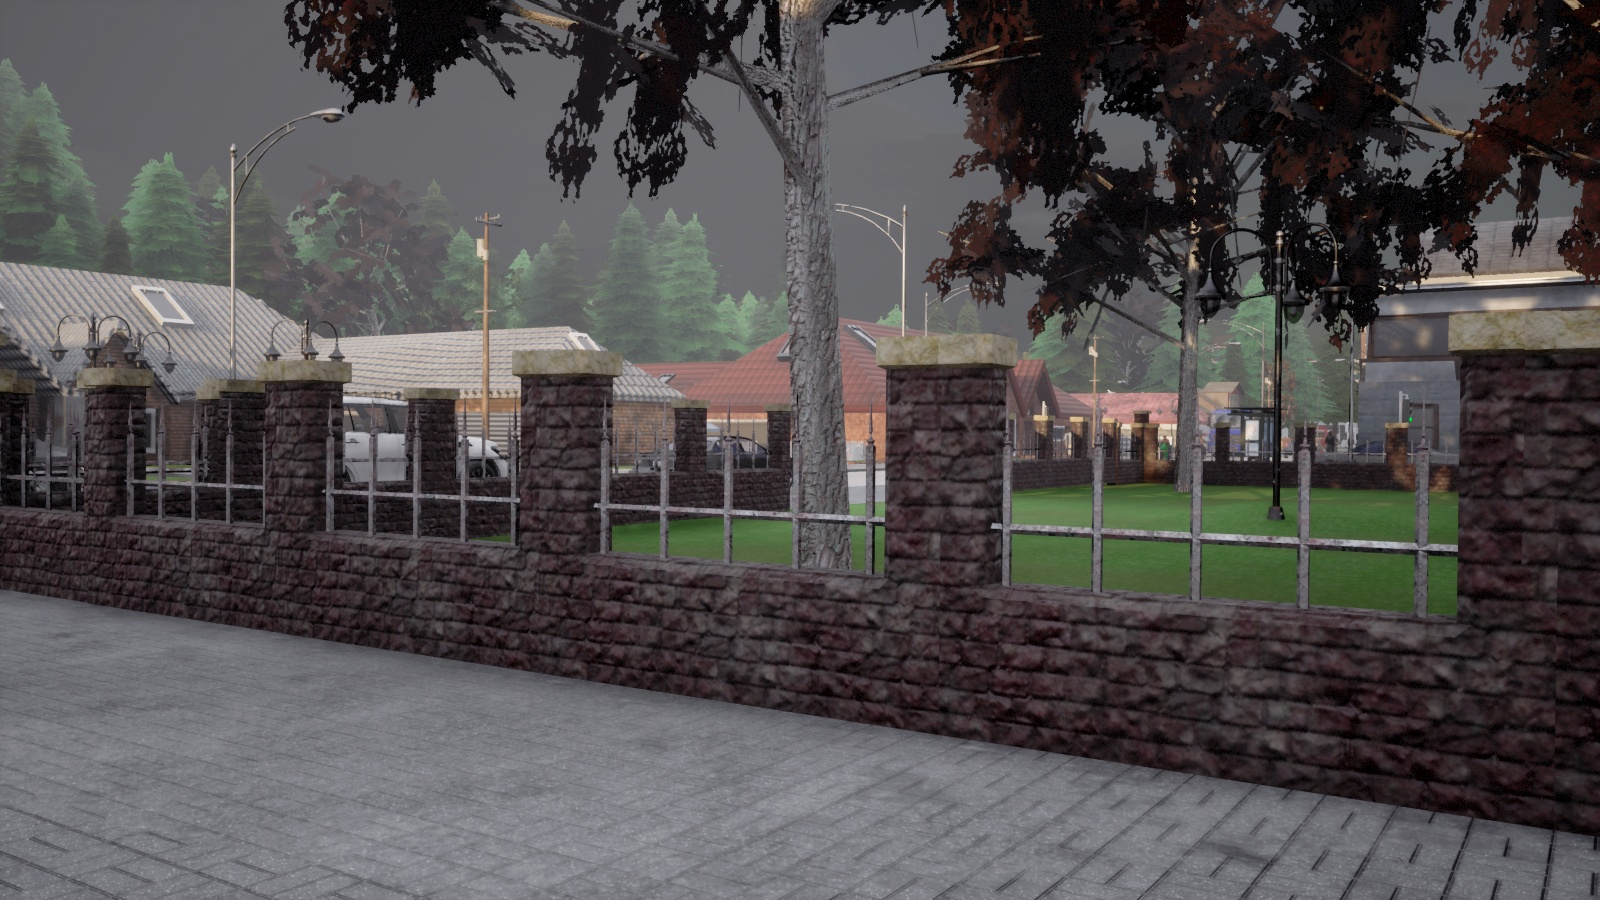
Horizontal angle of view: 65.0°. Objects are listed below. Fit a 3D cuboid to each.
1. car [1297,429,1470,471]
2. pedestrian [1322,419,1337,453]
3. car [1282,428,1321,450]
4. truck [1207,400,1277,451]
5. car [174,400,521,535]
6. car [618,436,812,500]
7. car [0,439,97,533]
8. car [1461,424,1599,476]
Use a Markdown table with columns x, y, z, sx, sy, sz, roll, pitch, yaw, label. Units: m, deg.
| x | y | z | sx | sy | sz | roll | pitch | yaw | label |
| --- | --- | --- | --- | --- | --- | --- | --- | --- | --- |
| 20.758 | -0.020 | 44.759 | 5.357 | 1.411 | 2.033 | 0 | 1 | 33 | car |
| 29.658 | -0.787 | 70.284 | 0.563 | 1.883 | 0.849 | 0 | 1 | 39 | pedestrian |
| 34.866 | -0.761 | 87.237 | 1.845 | 1.501 | 3.633 | 0 | 1 | 33 | car |
| 31.526 | -1.757 | 89.441 | 2.891 | 3.462 | 7.936 | 0 | 1 | 33 | truck |
| -7.683 | 0.219 | 22.017 | 2.150 | 2.045 | 5.566 | 0 | 1 | 32 | car |
| -1.944 | 0.375 | 30.879 | 2.033 | 1.411 | 5.357 | 0 | 1 | 31 | car |
| -14.076 | 0.593 | 19.794 | 1.837 | 1.490 | 4.892 | 0 | 1 | 34 | car |
| 23.066 | -0.023 | 38.337 | 5.008 | 1.535 | 1.882 | 0 | 1 | 30 | car |
